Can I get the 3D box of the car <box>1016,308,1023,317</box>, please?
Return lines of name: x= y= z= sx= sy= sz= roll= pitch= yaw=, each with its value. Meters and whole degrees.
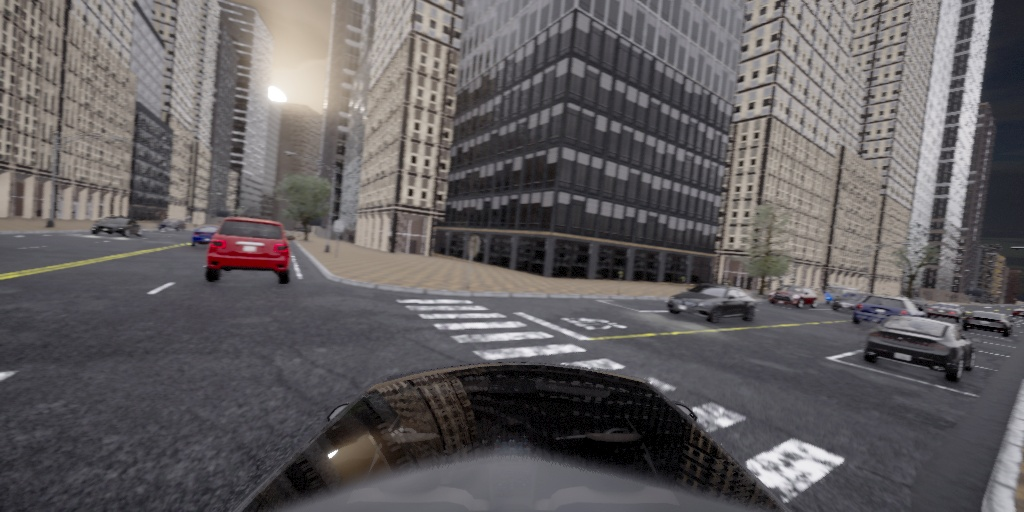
car: x=43.929 y=5.501 z=31.982 sx=4.313 sy=1.339 sz=1.948 roll=0 pitch=0 yaw=-34

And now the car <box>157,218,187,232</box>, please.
car: x=-39.722 y=-3.662 z=42.040 sx=2.033 sy=1.411 sz=5.357 roll=5 pitch=1 yaw=-33

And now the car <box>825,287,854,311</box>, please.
car: x=25.486 y=3.486 z=26.475 sx=4.902 sy=1.511 sz=2.128 roll=5 pitch=2 yaw=-33

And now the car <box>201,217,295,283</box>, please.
car: x=-9.302 y=-0.275 z=12.987 sx=2.150 sy=2.045 sz=5.566 roll=5 pitch=1 yaw=-33

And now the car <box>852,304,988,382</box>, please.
car: x=11.282 y=2.387 z=9.967 sx=4.403 sy=1.370 sz=2.007 roll=0 pitch=0 yaw=-34

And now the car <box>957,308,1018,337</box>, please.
car: x=29.906 y=4.170 z=22.592 sx=4.313 sy=1.339 sz=1.948 roll=0 pitch=0 yaw=-34

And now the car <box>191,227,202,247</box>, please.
car: x=-21.525 y=-1.402 z=25.917 sx=1.882 sy=1.535 sz=5.008 roll=5 pitch=1 yaw=-33

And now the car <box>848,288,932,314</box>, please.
car: x=20.072 y=2.934 z=19.022 sx=4.553 sy=1.767 sz=2.097 roll=5 pitch=2 yaw=-34

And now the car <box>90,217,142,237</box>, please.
car: x=-30.883 y=-2.308 z=28.152 sx=1.837 sy=1.490 sz=4.892 roll=5 pitch=1 yaw=-33

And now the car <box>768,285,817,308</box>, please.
car: x=20.640 y=2.893 z=26.438 sx=4.097 sy=1.591 sz=1.967 roll=0 pitch=0 yaw=-34

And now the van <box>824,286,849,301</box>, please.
van: x=29.985 y=3.682 z=32.697 sx=3.998 sy=1.789 sz=1.690 roll=0 pitch=0 yaw=-34

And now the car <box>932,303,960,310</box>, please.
car: x=36.429 y=4.684 z=30.031 sx=5.357 sy=1.411 sz=2.033 roll=5 pitch=2 yaw=-33

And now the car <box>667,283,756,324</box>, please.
car: x=8.560 y=1.910 z=15.164 sx=4.674 sy=1.442 sz=1.812 roll=5 pitch=2 yaw=-34
